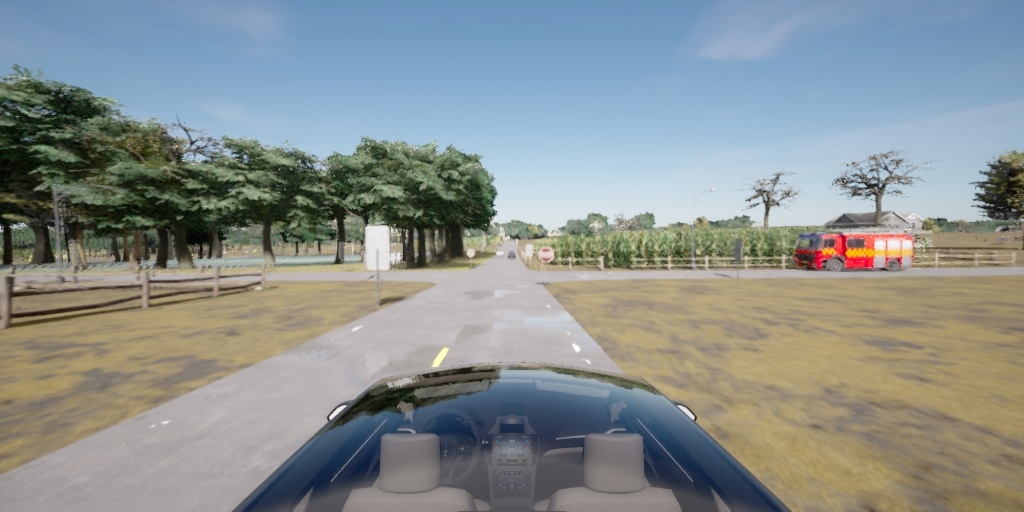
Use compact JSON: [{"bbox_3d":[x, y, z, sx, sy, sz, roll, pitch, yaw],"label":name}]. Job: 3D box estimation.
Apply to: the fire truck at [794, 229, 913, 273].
[{"bbox_3d":[31.068,-0.526,32.835,8.468,3.827,2.891,-1,3,0],"label":"fire truck"}]
